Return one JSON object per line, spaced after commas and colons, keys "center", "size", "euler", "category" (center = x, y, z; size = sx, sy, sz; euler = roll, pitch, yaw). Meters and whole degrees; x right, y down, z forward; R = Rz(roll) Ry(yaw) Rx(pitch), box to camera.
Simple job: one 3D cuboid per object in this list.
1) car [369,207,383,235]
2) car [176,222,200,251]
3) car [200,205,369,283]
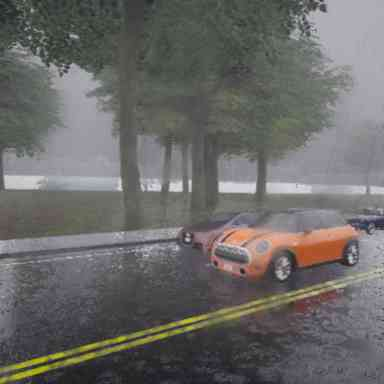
{"center": [9.819, 1.507, 18.365], "size": [4.718, 1.301, 1.895], "euler": [0, 1, -35], "category": "car"}
{"center": [1.501, 1.461, 12.616], "size": [4.181, 1.385, 1.994], "euler": [0, 1, -35], "category": "car"}
{"center": [2.752, 1.284, 9.540], "size": [4.553, 1.767, 2.097], "euler": [0, 1, -35], "category": "car"}
